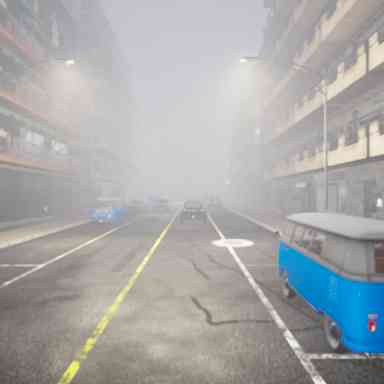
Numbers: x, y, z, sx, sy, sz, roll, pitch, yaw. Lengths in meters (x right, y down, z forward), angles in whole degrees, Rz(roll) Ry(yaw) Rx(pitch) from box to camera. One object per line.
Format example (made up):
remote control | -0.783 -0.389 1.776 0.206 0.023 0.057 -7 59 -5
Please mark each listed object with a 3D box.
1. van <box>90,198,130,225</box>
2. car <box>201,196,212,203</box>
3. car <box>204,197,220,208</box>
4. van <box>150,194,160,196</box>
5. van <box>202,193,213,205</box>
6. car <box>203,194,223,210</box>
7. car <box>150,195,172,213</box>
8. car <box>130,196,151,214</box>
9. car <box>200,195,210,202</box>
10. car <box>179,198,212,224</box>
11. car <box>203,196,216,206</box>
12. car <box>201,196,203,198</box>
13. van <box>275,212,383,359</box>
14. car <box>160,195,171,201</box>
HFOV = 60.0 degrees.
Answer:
van | -5.683 1.277 22.870 1.690 1.788 3.998 1 0 0
car | 2.646 1.401 62.496 1.802 1.307 4.206 1 0 0
car | 2.652 1.436 45.484 1.947 1.339 4.313 1 0 0
van | -5.694 1.194 51.223 1.690 1.788 3.998 1 0 0
van | 2.652 1.177 56.824 1.690 1.788 3.998 1 0 0
car | 2.656 1.327 39.813 1.967 1.590 4.097 1 0 0
car | -3.110 1.406 34.895 1.837 1.490 4.892 0 0 0
car | -5.691 1.448 34.212 1.887 1.381 4.507 1 0 0
car | 2.644 1.383 68.166 1.802 1.307 4.206 1 0 0
car | 0.091 1.423 24.299 2.128 1.511 4.902 0 0 0
car | 2.651 1.378 51.324 1.752 1.417 4.829 1 0 0
car | 0.085 1.444 42.119 1.994 1.385 4.181 0 0 0
van | 2.669 1.325 5.790 1.690 1.788 3.998 1 0 0
car | -5.795 1.334 73.903 2.008 1.369 4.403 1 0 0
